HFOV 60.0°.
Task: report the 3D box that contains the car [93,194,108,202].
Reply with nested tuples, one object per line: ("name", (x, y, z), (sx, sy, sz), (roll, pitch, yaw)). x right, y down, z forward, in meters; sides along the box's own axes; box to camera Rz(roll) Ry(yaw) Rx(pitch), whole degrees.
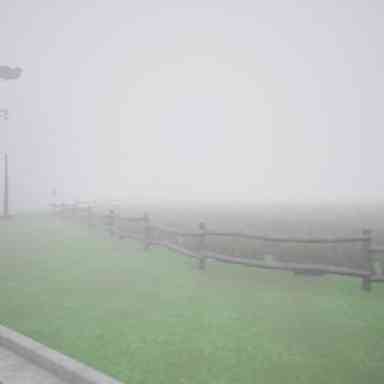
("car", (-19.481, 1.541, 74.497), (2.033, 1.411, 5.357), (0, 0, 10))

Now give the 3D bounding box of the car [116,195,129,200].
("car", (-17.636, 1.396, 84.753), (1.994, 1.385, 4.181), (0, 0, 10))

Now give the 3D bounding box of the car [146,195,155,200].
("car", (-10.746, 1.395, 83.513), (1.994, 1.385, 4.181), (0, 0, 10))

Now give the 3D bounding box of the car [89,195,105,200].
("car", (-24.520, 1.439, 86.022), (1.895, 1.301, 4.718), (0, 0, 10))

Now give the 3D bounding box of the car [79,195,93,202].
("car", (-22.926, 1.469, 75.117), (1.882, 1.535, 5.008), (0, 0, 10))

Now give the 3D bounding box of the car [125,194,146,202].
("car", (-12.513, 1.597, 73.698), (1.895, 1.301, 4.718), (0, 0, 10))

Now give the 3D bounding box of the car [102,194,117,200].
("car", (-21.081, 1.321, 85.372), (1.882, 1.535, 5.008), (0, 0, 10))

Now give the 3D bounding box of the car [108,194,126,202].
("car", (-16.036, 1.541, 73.878), (2.033, 1.411, 5.357), (0, 0, 10))

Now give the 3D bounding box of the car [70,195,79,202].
("car", (-26.272, 1.518, 76.284), (1.812, 1.442, 4.674), (0, 0, 10))

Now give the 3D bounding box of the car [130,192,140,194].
("car", (-14.186, 1.068, 84.162), (2.150, 2.045, 5.566), (0, 0, 10))
